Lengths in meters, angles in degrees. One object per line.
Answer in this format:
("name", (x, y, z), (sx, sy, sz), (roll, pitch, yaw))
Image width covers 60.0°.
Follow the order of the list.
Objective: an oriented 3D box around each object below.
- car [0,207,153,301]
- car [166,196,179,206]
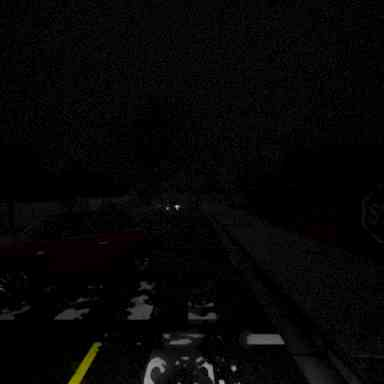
("car", (-3.270, 1.321, 8.475), (4.553, 1.767, 2.097), (-1, 0, -45))
("car", (-3.235, 1.379, 54.308), (1.882, 1.535, 5.008), (0, 0, -4))
